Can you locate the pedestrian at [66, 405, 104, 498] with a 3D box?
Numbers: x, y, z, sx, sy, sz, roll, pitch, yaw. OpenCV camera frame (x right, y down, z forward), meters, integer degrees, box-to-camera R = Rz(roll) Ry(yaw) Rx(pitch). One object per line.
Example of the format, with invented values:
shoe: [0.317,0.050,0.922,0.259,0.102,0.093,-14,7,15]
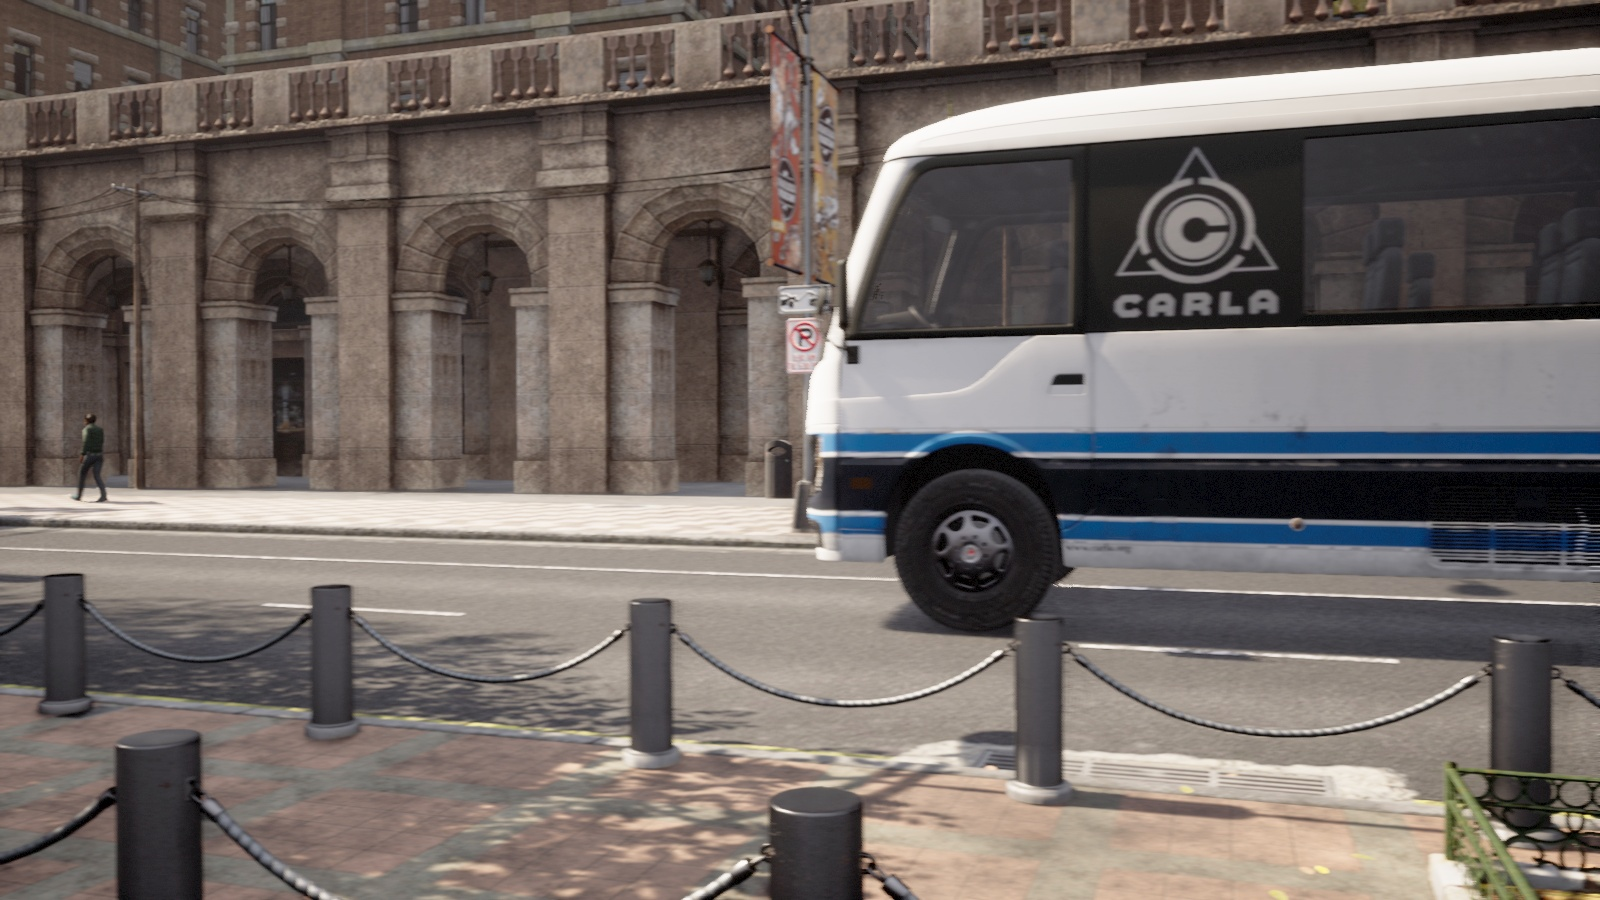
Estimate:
pedestrian: [-14.420,0.023,25.326,0.614,1.847,0.353,1,1,20]

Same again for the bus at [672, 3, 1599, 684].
bus: [4.496,-0.695,10.100,10.273,4.253,3.944,1,1,19]
